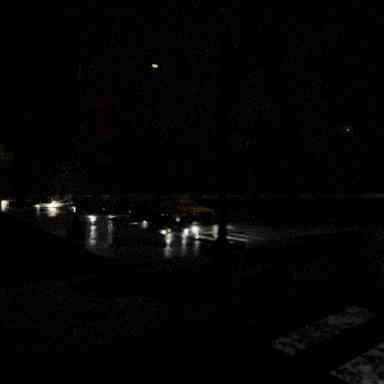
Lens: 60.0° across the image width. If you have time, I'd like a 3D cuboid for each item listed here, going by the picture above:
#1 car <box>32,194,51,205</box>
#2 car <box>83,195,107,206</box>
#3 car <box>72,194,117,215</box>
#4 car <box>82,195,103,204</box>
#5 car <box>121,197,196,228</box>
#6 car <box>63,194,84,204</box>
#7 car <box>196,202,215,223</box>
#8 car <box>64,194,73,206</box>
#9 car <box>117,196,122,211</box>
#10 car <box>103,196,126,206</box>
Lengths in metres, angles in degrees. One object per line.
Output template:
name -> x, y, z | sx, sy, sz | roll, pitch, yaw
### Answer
car -> -21.474, 1.064, 47.525 | 1.837, 1.490, 4.892 | 1, -1, -35
car -> -14.291, 1.193, 48.762 | 1.837, 1.490, 4.892 | 1, 0, -35
car -> -8.749, 1.188, 29.608 | 1.837, 1.490, 4.892 | 1, 0, -36
car -> -17.745, 1.276, 59.100 | 2.033, 1.411, 5.357 | 1, -1, -36
car -> -2.206, 1.253, 20.461 | 2.128, 1.511, 4.902 | 1, 0, -36
car -> -20.387, 1.160, 57.209 | 2.128, 1.511, 4.902 | 1, -1, -36
car -> -0.434, 1.288, 23.570 | 1.882, 1.535, 5.008 | 1, 0, -36
car -> -15.973, 1.183, 45.348 | 2.033, 1.411, 5.357 | 1, 0, -35
car -> -5.942, 1.236, 31.268 | 2.128, 1.511, 4.902 | 1, 0, -36
car -> -11.899, 1.310, 51.023 | 1.994, 1.385, 4.181 | 1, 0, -36
